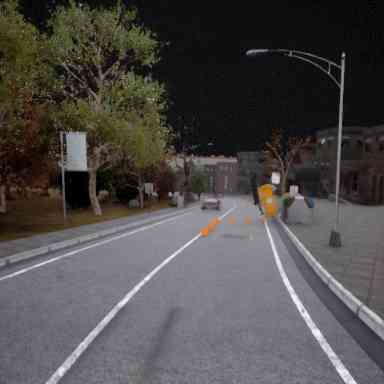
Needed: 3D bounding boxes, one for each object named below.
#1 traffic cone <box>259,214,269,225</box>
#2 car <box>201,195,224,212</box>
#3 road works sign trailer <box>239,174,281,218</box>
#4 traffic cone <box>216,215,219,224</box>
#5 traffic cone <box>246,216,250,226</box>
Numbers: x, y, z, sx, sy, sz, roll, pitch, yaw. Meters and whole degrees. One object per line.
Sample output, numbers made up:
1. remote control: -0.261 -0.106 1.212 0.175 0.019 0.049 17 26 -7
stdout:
1. traffic cone: 4.700 1.901 22.000 0.340 0.580 0.340 6 -3 19
2. car: 2.200 1.352 36.290 1.812 1.442 4.674 1 0 11
3. road works sign trailer: 4.502 0.449 23.250 2.880 2.380 3.560 -11 -19 14
4. traffic cone: 1.353 1.876 20.454 0.340 0.580 0.340 1 0 11
5. traffic cone: 3.682 1.908 22.038 0.340 0.580 0.340 1 0 11
